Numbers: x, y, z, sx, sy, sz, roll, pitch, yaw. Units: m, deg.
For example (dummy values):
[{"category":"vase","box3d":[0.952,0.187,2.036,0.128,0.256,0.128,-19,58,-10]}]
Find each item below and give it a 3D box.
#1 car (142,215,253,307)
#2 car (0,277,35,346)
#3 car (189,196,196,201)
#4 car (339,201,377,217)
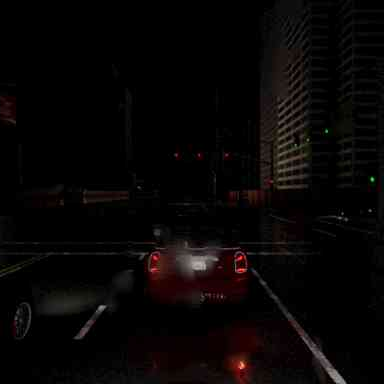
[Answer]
[{"category":"car","box3d":[0.108,1.352,8.145,2.097,1.767,4.553,0,0,0]},{"category":"car","box3d":[-3.395,1.526,3.371,1.812,1.442,4.674,0,0,0]},{"category":"car","box3d":[0.082,1.595,83.494,1.895,1.301,4.718,0,0,0]},{"category":"car","box3d":[16.300,1.547,30.192,5.357,1.411,2.033,0,0,0]}]
